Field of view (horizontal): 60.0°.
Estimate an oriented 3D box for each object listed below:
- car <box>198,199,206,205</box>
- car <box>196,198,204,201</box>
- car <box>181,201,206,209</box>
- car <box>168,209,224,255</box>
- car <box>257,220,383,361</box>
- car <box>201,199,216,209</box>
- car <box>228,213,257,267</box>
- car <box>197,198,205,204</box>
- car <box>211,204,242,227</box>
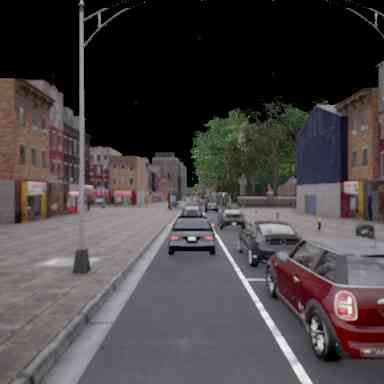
[{"bbox_3d":[2.614,2.680,88.797,2.008,1.369,4.403,-1,-1,0],"label":"car"},{"bbox_3d":[2.616,2.504,77.897,2.008,1.369,4.403,-1,-1,0],"label":"car"},{"bbox_3d":[0.002,1.824,29.371,1.812,1.442,4.674,0,0,0],"label":"car"},{"bbox_3d":[-0.001,1.682,13.984,2.033,1.411,5.357,0,-1,0],"label":"car"},{"bbox_3d":[2.628,1.497,6.037,1.967,1.590,4.097,-1,-1,0],"label":"car"},{"bbox_3d":[2.622,2.058,45.386,1.947,1.339,4.313,-1,-1,0],"label":"car"},{"bbox_3d":[2.628,1.663,11.657,2.008,1.369,4.403,-1,-1,0],"label":"car"},{"bbox_3d":[2.609,2.538,94.250,2.192,1.841,5.009,-1,-1,0],"label":"car"},{"bbox_3d":[2.626,1.778,22.901,2.008,1.369,4.403,-1,-1,0],"label":"car"}]
